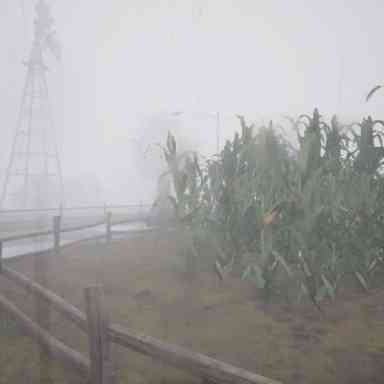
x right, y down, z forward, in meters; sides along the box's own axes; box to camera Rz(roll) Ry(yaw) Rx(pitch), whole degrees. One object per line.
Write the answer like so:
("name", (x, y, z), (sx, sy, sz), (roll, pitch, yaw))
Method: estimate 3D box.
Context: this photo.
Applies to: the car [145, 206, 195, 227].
("car", (-1.329, 1.652, 23.202), (1.994, 1.385, 4.181), (1, 0, 35))
